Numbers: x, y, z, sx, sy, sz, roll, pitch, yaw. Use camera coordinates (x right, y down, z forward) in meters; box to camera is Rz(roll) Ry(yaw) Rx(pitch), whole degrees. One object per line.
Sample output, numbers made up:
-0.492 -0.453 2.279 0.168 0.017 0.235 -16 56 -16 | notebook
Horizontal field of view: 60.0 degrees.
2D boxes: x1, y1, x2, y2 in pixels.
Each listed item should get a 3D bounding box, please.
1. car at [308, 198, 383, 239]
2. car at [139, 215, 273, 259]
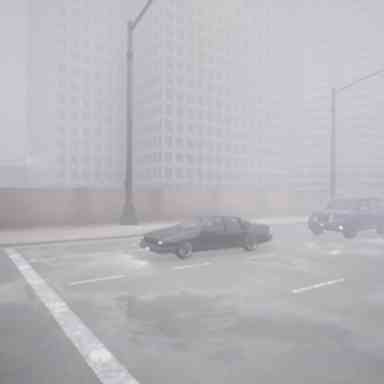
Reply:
8.944 1.351 18.639 5.566 2.045 2.150 1 0 -34 | car
0.723 1.601 12.958 5.357 1.411 2.033 1 0 -32 | car
